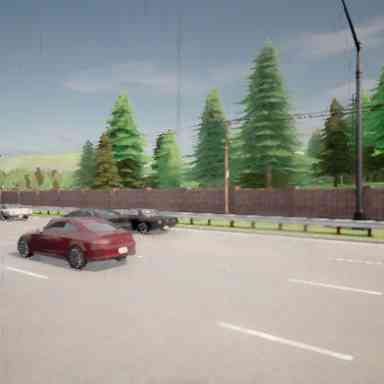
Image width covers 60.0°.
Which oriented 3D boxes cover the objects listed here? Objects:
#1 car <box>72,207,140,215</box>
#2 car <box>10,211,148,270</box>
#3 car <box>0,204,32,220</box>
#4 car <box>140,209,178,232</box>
[{"bbox_3d":[-5.069,1.520,16.200,4.892,1.490,1.837,0,0,36],"label":"car"},{"bbox_3d":[-3.886,1.536,11.058,4.674,1.442,1.812,0,0,36],"label":"car"},{"bbox_3d":[-15.553,1.632,27.974,4.718,1.301,1.895,0,0,35],"label":"car"},{"bbox_3d":[-3.196,1.616,19.165,4.718,1.301,1.895,0,0,36],"label":"car"}]
